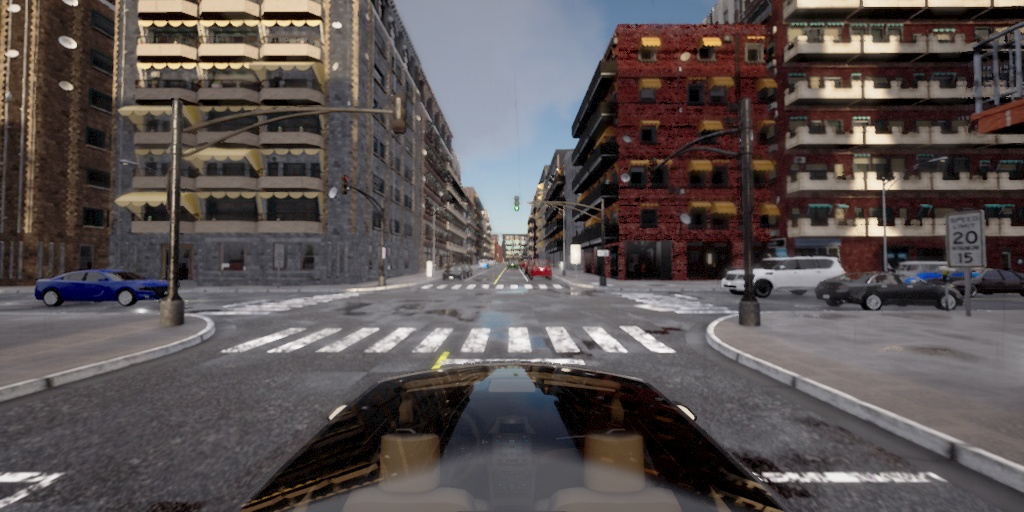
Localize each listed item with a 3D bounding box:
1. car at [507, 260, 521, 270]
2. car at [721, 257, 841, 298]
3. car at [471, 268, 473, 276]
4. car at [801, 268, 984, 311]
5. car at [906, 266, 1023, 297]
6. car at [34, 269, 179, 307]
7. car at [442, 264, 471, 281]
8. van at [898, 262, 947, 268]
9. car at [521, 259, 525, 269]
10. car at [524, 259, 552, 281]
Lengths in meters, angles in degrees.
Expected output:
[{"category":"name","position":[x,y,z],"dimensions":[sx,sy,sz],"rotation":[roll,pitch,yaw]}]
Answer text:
[{"category":"car","position":[0.109,1.572,63.992],"dimensions":[2.097,1.767,4.553],"rotation":[0,-1,0]},{"category":"car","position":[14.032,1.077,18.621],"dimensions":[5.566,2.045,2.150],"rotation":[0,-2,0]},{"category":"car","position":[-5.307,1.567,38.991],"dimensions":[1.948,1.339,4.313],"rotation":[0,0,0]},{"category":"car","position":[13.748,1.258,13.179],"dimensions":[4.403,1.370,2.007],"rotation":[0,0,0]},{"category":"car","position":[24.284,1.379,18.582],"dimensions":[5.357,1.411,2.033],"rotation":[0,-2,0]},{"category":"car","position":[-17.610,1.343,15.752],"dimensions":[5.008,1.535,1.882],"rotation":[0,-2,0]},{"category":"car","position":[-5.308,1.528,33.430],"dimensions":[1.948,1.339,4.313],"rotation":[0,0,0]},{"category":"van","position":[24.907,1.238,21.028],"dimensions":[3.998,1.789,1.690],"rotation":[0,0,0]},{"category":"car","position":[2.576,1.357,44.596],"dimensions":[2.192,1.841,5.009],"rotation":[0,0,0]},{"category":"car","position":[2.574,1.278,33.473],"dimensions":[2.192,1.841,5.009],"rotation":[0,0,0]}]
